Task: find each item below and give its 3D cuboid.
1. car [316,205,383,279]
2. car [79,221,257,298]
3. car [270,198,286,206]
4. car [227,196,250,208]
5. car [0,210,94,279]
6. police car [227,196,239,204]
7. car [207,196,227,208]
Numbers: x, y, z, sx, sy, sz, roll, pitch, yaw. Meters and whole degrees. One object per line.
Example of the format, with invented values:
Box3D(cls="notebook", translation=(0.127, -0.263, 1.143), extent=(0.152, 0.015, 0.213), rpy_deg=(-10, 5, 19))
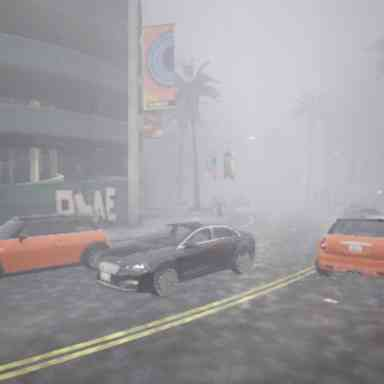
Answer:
Box3D(cls="car", translation=(5.393, 1.424, 9.759), extent=(2.097, 1.767, 4.553), rpy_deg=(-1, -1, 41))
Box3D(cls="car", translation=(-0.165, 1.579, 8.960), extent=(2.128, 1.511, 4.902), rpy_deg=(-1, -1, 44))
Box3D(cls="car", translation=(17.337, 2.040, 66.877), extent=(2.231, 1.521, 4.892), rpy_deg=(0, -1, -8))
Box3D(cls="car", translation=(8.362, 1.739, 58.179), extent=(2.150, 2.045, 5.566), rpy_deg=(0, -1, -8))
Box3D(cls="car", translation=(-4.682, 1.463, 9.572), extent=(4.553, 1.767, 2.097), rpy_deg=(0, -1, -42))
Box3D(cls="police car", translation=(11.506, 2.159, 94.063), extent=(1.930, 1.638, 5.238), rpy_deg=(-8, 3, -8))
Box3D(cls="car", translation=(4.734, 1.760, 58.868), extent=(2.150, 2.045, 5.566), rpy_deg=(0, -1, -8))
